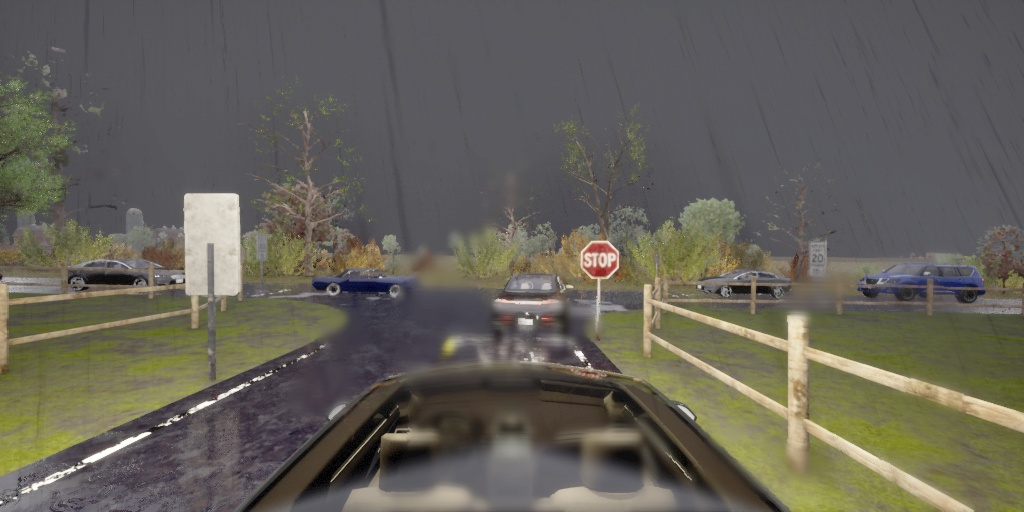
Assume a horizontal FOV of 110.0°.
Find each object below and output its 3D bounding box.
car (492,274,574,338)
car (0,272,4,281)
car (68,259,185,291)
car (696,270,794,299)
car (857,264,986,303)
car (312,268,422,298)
[{"bbox_3d":[0.711,1.240,10.235,2.128,1.511,4.902,0,0,9],"label":"car"},{"bbox_3d":[-27.784,0.717,17.309,4.674,1.442,1.812,1,1,0],"label":"car"},{"bbox_3d":[-18.481,0.885,17.296,4.902,1.511,2.128,1,1,0],"label":"car"},{"bbox_3d":[13.015,1.525,20.186,4.902,1.511,2.128,1,1,0],"label":"car"},{"bbox_3d":[22.911,1.467,20.169,5.566,2.045,2.150,1,1,0],"label":"car"},{"bbox_3d":[-6.813,1.248,17.272,4.718,1.301,1.895,1,1,0],"label":"car"}]
